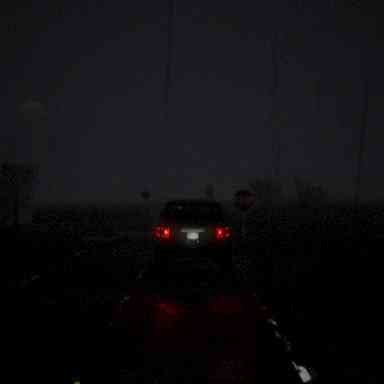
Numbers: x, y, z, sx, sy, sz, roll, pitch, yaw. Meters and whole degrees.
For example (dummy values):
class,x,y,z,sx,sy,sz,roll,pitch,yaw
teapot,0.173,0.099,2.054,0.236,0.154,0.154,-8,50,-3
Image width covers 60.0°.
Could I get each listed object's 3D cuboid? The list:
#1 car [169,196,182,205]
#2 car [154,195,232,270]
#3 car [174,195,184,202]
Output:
class,x,y,z,sx,sy,sz,roll,pitch,yaw
car,-2.785,1.435,56.491,1.837,1.490,4.892,0,0,0
car,0.046,1.203,11.078,2.150,2.045,5.566,0,0,1
car,-2.721,1.424,71.870,2.033,1.411,5.357,0,0,0
